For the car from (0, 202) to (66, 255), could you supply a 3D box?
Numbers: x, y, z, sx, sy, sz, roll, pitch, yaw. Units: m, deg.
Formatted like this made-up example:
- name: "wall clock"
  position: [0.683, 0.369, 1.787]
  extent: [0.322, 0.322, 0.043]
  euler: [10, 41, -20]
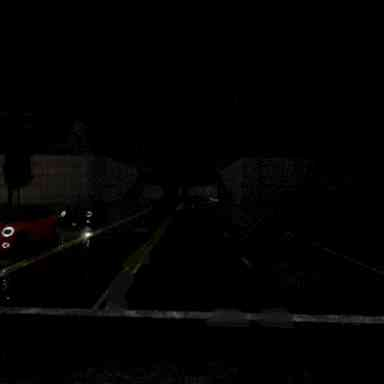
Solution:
- name: "car"
  position: [-7.040, 1.345, 13.223]
  extent: [2.097, 1.767, 4.553]
  euler: [0, 0, 0]

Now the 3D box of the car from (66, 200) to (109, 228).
- name: "car"
  position: [-7.043, 1.342, 22.140]
  extent: [2.097, 1.767, 4.553]
  euler: [0, 0, 0]

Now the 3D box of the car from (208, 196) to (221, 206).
- name: "car"
  position: [3.596, 1.466, 54.298]
  extent: [2.128, 1.511, 4.902]
  euler: [0, 0, 0]

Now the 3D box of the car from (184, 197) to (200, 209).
- name: "car"
  position: [0.052, 1.486, 45.186]
  extent: [1.837, 1.490, 4.892]
  euler: [0, 1, 0]

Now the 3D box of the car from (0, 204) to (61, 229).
- name: "car"
  position: [-10.541, 1.554, 22.112]
  extent: [1.994, 1.385, 4.181]
  euler: [0, 0, 0]
